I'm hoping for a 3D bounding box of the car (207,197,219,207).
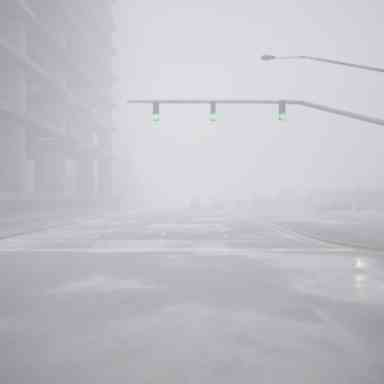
[{"bbox_3d":[4.119,1.854,61.799,2.150,2.045,5.566,0,-1,1],"label":"car"}]

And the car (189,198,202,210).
[{"bbox_3d":[0.485,2.073,51.390,2.033,1.411,5.357,0,-1,1],"label":"car"}]

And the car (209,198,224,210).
[{"bbox_3d":[3.990,2.053,51.762,1.812,1.442,4.674,0,-1,1],"label":"car"}]
